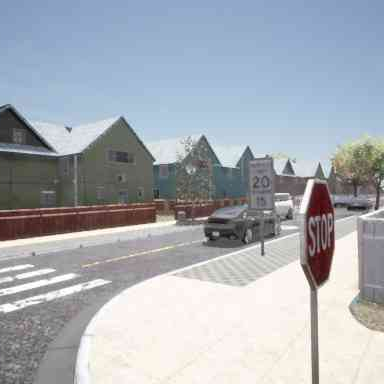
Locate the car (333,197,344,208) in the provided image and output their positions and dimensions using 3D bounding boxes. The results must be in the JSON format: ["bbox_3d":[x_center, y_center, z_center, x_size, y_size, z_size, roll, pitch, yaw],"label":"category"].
[{"bbox_3d":[19.645,1.287,42.900,2.033,1.411,5.357,-2,-1,37],"label":"car"}]

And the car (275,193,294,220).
[{"bbox_3d":[5.609,1.108,24.353,2.150,2.045,5.566,-2,-1,37],"label":"car"}]

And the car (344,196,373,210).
[{"bbox_3d":[18.581,1.260,36.727,1.994,1.385,4.181,-2,-1,37],"label":"car"}]

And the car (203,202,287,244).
[{"bbox_3d":[2.402,1.390,15.144,1.837,1.490,4.892,-2,-1,37],"label":"car"}]
